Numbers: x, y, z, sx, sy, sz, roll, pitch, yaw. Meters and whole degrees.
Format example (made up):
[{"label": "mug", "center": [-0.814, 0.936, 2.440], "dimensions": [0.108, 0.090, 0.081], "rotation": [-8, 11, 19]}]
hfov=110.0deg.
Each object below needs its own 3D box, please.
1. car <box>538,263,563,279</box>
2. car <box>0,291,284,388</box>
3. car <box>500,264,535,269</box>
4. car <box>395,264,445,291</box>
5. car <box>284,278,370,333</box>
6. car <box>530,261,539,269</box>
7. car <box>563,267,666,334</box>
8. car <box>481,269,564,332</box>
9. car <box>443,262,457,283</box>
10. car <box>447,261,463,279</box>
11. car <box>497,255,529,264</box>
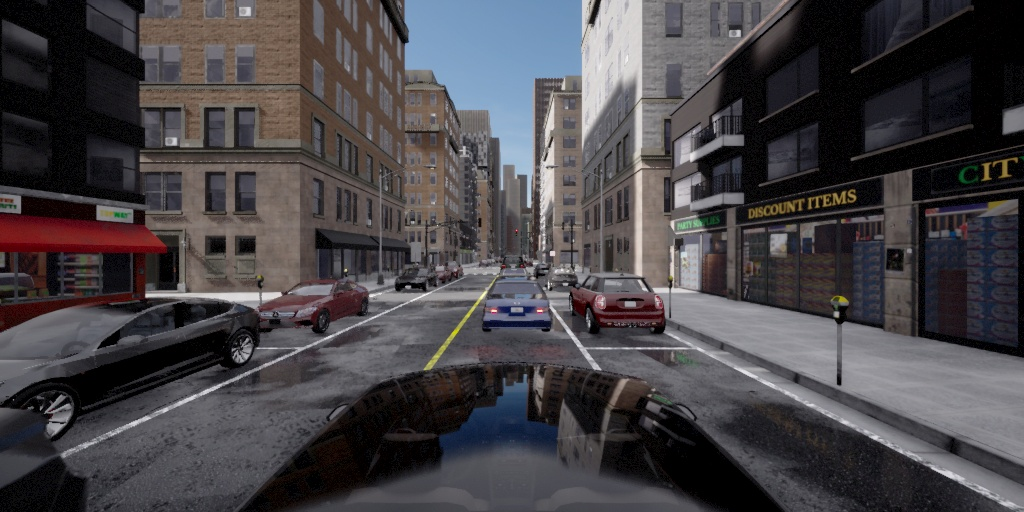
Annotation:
[{"label": "car", "center": [2.899, 1.303, 21.629], "dimensions": [2.007, 1.370, 4.403], "rotation": [0, 0, 0]}, {"label": "car", "center": [-5.665, 1.316, 5.145], "dimensions": [1.948, 1.339, 4.313], "rotation": [0, 0, 0]}, {"label": "car", "center": [0.142, 1.353, 21.347], "dimensions": [1.895, 1.301, 4.718], "rotation": [0, 0, 0]}, {"label": "car", "center": [-5.626, 1.318, 21.649], "dimensions": [1.948, 1.339, 4.313], "rotation": [0, 0, 0]}, {"label": "car", "center": [-5.652, 1.332, 10.647], "dimensions": [1.802, 1.307, 4.207], "rotation": [0, 0, 0]}, {"label": "car", "center": [2.925, 1.321, 32.632], "dimensions": [1.948, 1.339, 4.313], "rotation": [0, 0, 0]}, {"label": "car", "center": [2.874, 1.190, 10.627], "dimensions": [1.967, 1.591, 4.097], "rotation": [0, 0, 0]}, {"label": "car", "center": [0.120, 1.298, 10.841], "dimensions": [2.033, 1.411, 5.357], "rotation": [0, 0, 0]}, {"label": "car", "center": [-5.614, 1.336, 27.150], "dimensions": [1.802, 1.307, 4.207], "rotation": [0, 0, 0]}, {"label": "car", "center": [-5.601, 1.195, 32.652], "dimensions": [1.967, 1.591, 4.097], "rotation": [0, 0, 0]}, {"label": "car", "center": [0.075, 0.977, 31.379], "dimensions": [2.150, 2.045, 5.566], "rotation": [0, 0, -1]}]
